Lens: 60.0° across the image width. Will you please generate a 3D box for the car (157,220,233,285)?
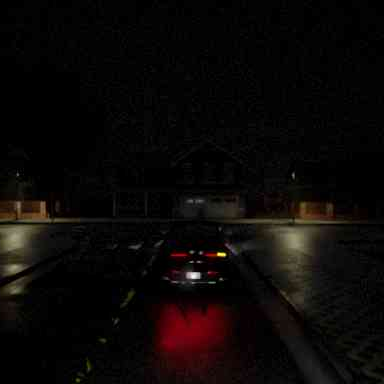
[{"bbox_3d":[0.132,1.561,9.650,1.837,1.490,4.892,0,0,2],"label":"car"}]
